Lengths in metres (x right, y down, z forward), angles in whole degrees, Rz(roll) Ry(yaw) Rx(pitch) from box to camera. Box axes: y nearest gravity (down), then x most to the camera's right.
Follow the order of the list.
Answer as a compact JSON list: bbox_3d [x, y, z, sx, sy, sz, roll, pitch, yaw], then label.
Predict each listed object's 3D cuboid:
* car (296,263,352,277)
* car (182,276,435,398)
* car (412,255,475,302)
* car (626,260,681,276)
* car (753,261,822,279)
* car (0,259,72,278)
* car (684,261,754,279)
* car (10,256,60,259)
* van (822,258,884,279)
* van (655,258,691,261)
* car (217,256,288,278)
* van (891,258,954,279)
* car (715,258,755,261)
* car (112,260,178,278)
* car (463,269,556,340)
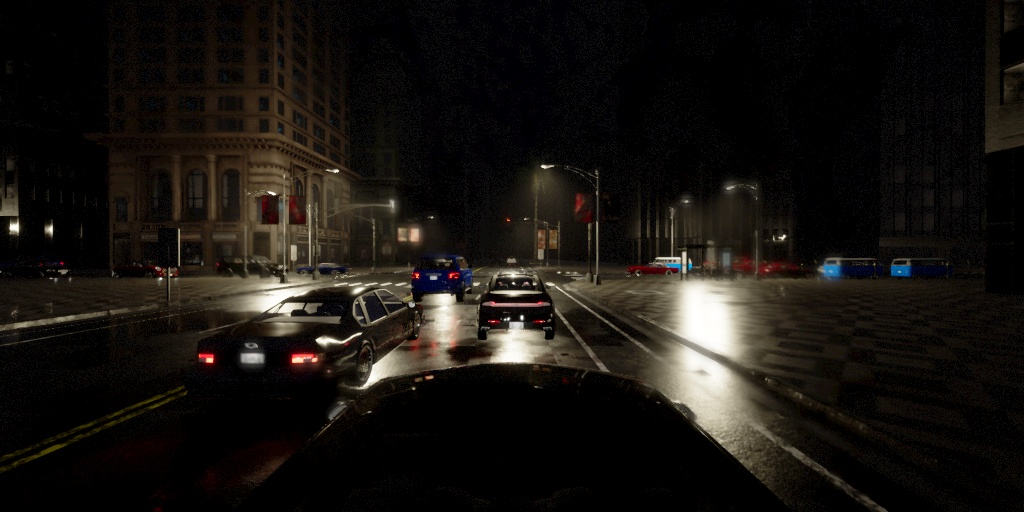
[{"bbox_3d":[-18.545,1.360,35.434,4.718,1.301,1.895,0,0,-5],"label":"car"},{"bbox_3d":[-3.150,1.297,6.879,2.033,1.411,5.357,0,0,0],"label":"car"},{"bbox_3d":[-3.160,0.971,17.120,2.150,2.045,5.566,0,0,0],"label":"car"},{"bbox_3d":[13.875,1.332,35.667,4.718,1.301,1.895,0,0,2],"label":"car"},{"bbox_3d":[22.732,1.324,29.814,4.207,1.307,1.802,0,0,0],"label":"car"},{"bbox_3d":[-43.163,1.288,32.581,4.902,1.511,2.128,0,0,0],"label":"car"},{"bbox_3d":[17.054,1.297,29.809,4.403,1.370,2.007,0,0,0],"label":"car"},{"bbox_3d":[-48.339,1.007,35.789,5.566,2.045,2.150,-1,0,1],"label":"car"},{"bbox_3d":[28.410,1.080,29.819,3.998,1.789,1.690,0,0,0],"label":"van"},{"bbox_3d":[17.045,1.062,38.334,3.998,1.789,1.690,0,0,0],"label":"van"},{"bbox_3d":[-23.461,0.995,32.484,5.566,2.045,2.150,0,0,0],"label":"car"},{"bbox_3d":[34.087,1.078,29.825,3.998,1.789,1.690,0,0,0],"label":"van"},{"bbox_3d":[23.317,1.203,35.674,5.008,1.535,1.882,0,0,0],"label":"car"},{"bbox_3d":[-33.180,1.136,32.533,4.553,1.767,2.097,0,0,0],"label":"car"},{"bbox_3d":[0.087,1.239,9.949,2.128,1.511,4.902,0,0,0],"label":"car"}]
